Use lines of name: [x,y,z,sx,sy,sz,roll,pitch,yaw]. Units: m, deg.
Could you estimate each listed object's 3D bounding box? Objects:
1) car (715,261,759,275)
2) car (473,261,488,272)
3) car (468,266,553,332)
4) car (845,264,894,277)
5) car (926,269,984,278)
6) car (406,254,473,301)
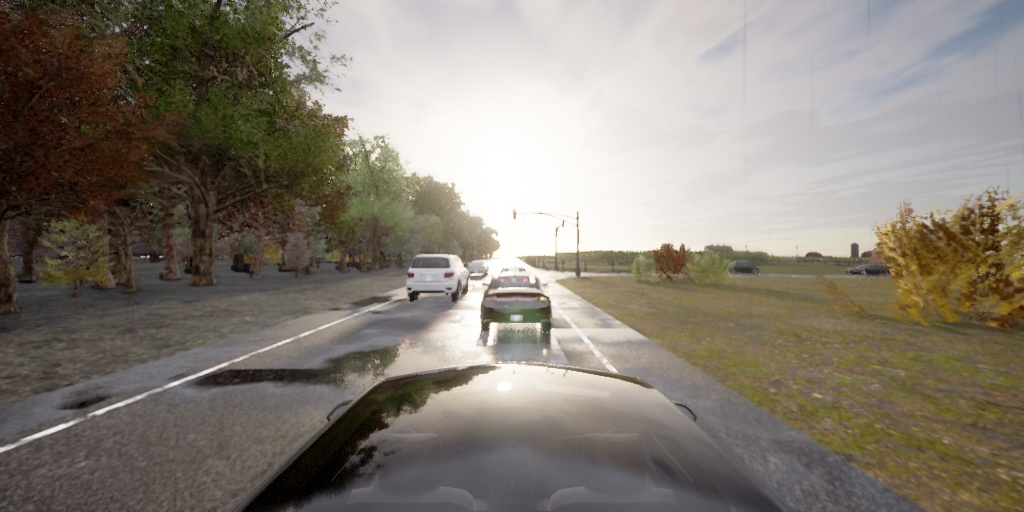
car: [27.124,1.371,43.407,4.553,1.767,2.097,1,-1,0]
car: [-3.412,1.212,36.197,1.812,1.442,4.674,0,0,0]
car: [0.097,1.225,10.748,2.128,1.511,4.902,0,0,0]
car: [43.119,1.696,43.318,4.892,1.490,1.837,0,-1,1]
car: [48.893,1.804,39.699,4.718,1.301,1.895,1,-1,1]
car: [-3.407,0.944,17.305,2.150,2.045,5.566,0,0,0]
